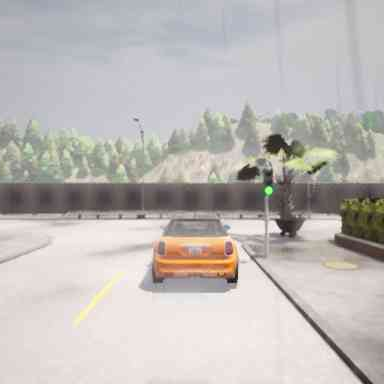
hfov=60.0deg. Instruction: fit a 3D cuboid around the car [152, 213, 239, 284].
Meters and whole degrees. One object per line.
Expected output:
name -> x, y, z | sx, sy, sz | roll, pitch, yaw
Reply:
car -> 0.088, 1.376, 9.797 | 2.097, 1.767, 4.553 | 0, 0, 0
